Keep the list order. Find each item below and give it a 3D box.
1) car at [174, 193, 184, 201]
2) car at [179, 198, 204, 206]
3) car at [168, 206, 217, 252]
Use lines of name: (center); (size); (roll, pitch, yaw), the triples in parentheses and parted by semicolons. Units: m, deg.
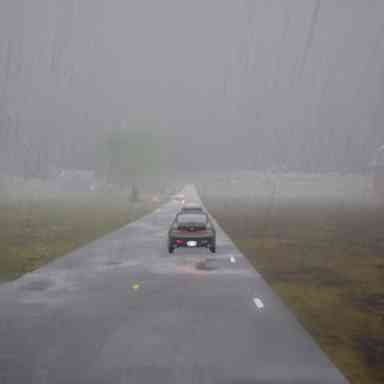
car: (-2.728, 1.024, 71.741); (1.882, 1.535, 5.008); (0, 2, 0)
car: (0.017, 1.596, 29.468); (1.882, 1.535, 5.008); (0, 0, 0)
car: (0.010, 1.577, 14.272); (1.837, 1.490, 4.892); (0, 0, 0)
